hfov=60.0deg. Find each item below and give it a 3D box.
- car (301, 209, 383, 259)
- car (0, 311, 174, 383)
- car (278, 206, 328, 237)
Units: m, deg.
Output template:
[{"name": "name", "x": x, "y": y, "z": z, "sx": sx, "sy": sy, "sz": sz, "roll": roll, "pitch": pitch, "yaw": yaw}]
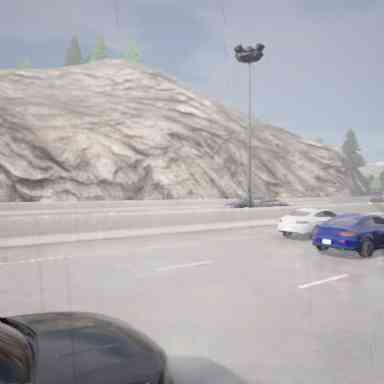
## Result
[{"name": "car", "x": 6.457, "y": 1.526, "z": 12.657, "sx": 4.674, "sy": 1.442, "sz": 1.812, "roll": 0, "pitch": 0, "yaw": -36}, {"name": "car", "x": -2.383, "y": 1.505, "z": 2.045, "sx": 4.892, "sy": 1.490, "sz": 1.837, "roll": 0, "pitch": 0, "yaw": -36}, {"name": "car", "x": 6.337, "y": 1.525, "z": 16.872, "sx": 4.674, "sy": 1.442, "sz": 1.812, "roll": 0, "pitch": 0, "yaw": -36}]
